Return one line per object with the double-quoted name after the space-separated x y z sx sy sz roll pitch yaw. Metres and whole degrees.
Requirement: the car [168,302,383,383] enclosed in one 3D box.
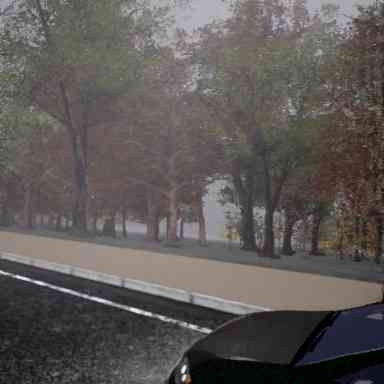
1.801 1.564 2.401 4.181 1.385 1.994 0 0 36 "car"
